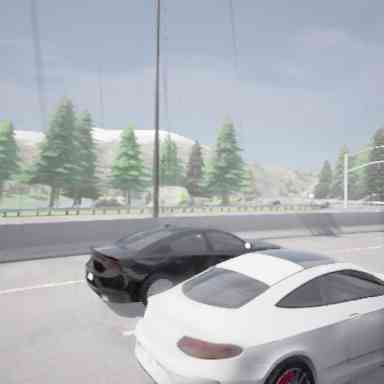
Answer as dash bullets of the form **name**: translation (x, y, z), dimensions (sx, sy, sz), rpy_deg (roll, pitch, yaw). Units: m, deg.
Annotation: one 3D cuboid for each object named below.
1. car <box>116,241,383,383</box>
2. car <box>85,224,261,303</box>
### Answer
- **car**: translation (1.565, 1.539, 4.524), dimensions (4.674, 1.442, 1.812), rpy_deg (1, 0, -31)
- **car**: translation (0.174, 1.479, 7.676), dimensions (5.008, 1.535, 1.882), rpy_deg (0, 0, -31)
